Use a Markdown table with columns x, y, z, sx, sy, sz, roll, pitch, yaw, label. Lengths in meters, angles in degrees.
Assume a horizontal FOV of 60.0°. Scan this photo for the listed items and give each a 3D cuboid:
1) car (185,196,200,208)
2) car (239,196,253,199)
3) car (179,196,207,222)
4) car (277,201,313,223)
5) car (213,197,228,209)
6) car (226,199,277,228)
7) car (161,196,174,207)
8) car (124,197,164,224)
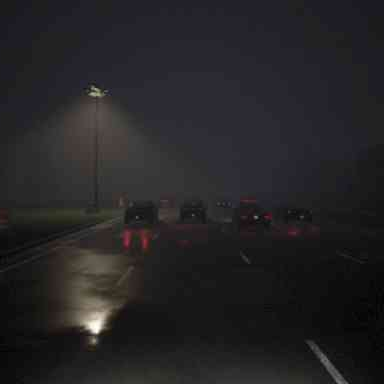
| x | y | z | sx | sy | sz | roll | pitch | yaw | label |
| --- | --- | --- | --- | --- | --- | --- | --- | --- | --- |
| 0.091 | 1.252 | 44.476 | 1.837 | 1.490 | 4.892 | 0 | 0 | 0 | car |
| 7.091 | 1.254 | 44.217 | 1.837 | 1.490 | 4.892 | 0 | 0 | 0 | car |
| 0.082 | 1.351 | 24.892 | 2.128 | 1.511 | 4.902 | 0 | 0 | 0 | car |
| 7.082 | 1.391 | 23.678 | 1.812 | 1.442 | 4.674 | 0 | 0 | 0 | car |
| 3.584 | 1.321 | 39.985 | 2.033 | 1.411 | 5.357 | 0 | 0 | 0 | car |
| 3.565 | 1.429 | 20.913 | 2.033 | 1.411 | 5.357 | 0 | 0 | 1 | car |
| -3.408 | 1.253 | 44.459 | 1.837 | 1.490 | 4.892 | 0 | 0 | 0 | car |
| -3.423 | 1.360 | 23.164 | 2.128 | 1.511 | 4.902 | 0 | 0 | 0 | car |
